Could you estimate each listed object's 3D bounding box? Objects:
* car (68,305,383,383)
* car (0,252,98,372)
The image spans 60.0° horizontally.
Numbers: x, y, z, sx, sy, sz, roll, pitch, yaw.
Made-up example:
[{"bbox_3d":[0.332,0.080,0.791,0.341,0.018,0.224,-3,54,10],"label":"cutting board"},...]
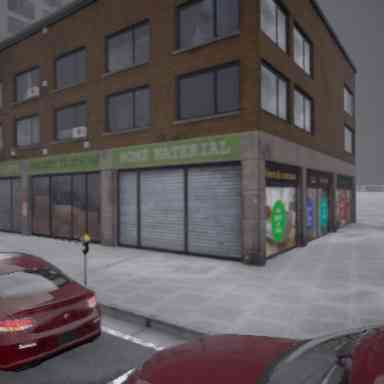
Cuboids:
[{"bbox_3d":[1.323,1.581,2.020,4.206,1.307,1.802,-1,0,36],"label":"car"},{"bbox_3d":[-3.194,1.626,5.245,4.206,1.307,1.802,0,0,36],"label":"car"}]
